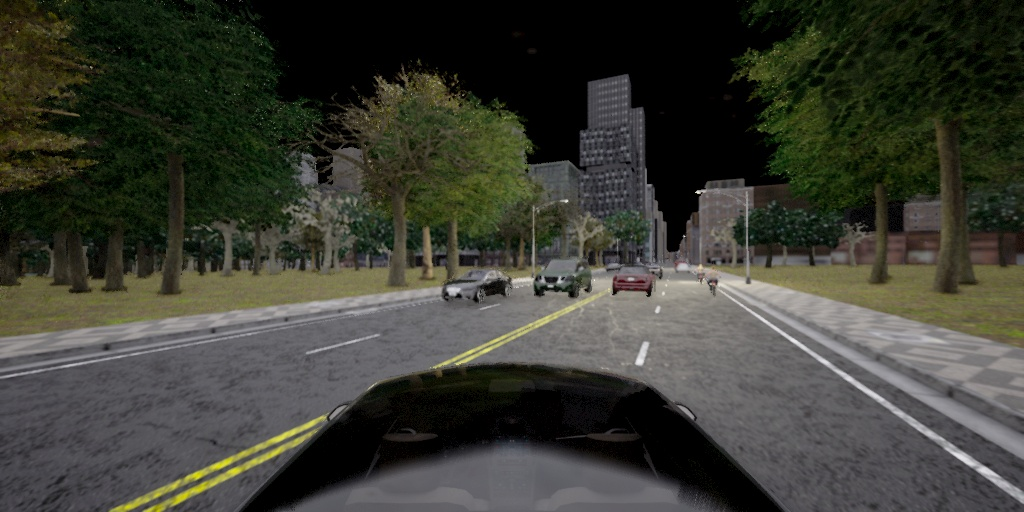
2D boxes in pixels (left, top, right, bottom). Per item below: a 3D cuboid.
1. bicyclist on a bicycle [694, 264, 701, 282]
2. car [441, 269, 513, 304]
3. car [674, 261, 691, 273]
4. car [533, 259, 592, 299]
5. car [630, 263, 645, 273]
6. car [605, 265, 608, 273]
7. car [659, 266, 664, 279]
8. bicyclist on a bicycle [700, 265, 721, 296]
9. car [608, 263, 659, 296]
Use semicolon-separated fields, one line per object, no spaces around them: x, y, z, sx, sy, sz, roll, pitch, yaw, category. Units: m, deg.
15.442;1.478;29.362;0.866;1.612;1.509;0;-1;24;bicyclist on a bicycle
-1.589;1.417;17.901;2.128;1.511;4.902;0;-1;24;car
26.532;1.897;55.726;1.812;1.442;4.674;0;-1;24;car
3.025;1.168;20.203;2.150;2.045;5.566;0;-1;24;car
20.903;1.900;59.428;1.882;1.535;5.008;0;-1;25;car
15.928;1.862;56.391;1.882;1.535;5.008;0;-1;25;car
15.098;1.646;38.422;2.128;1.511;4.902;0;-1;24;car
10.977;1.367;19.585;0.866;1.612;1.509;0;-1;24;bicyclist on a bicycle
7.321;1.306;21.314;2.097;1.767;4.553;0;-1;24;car
